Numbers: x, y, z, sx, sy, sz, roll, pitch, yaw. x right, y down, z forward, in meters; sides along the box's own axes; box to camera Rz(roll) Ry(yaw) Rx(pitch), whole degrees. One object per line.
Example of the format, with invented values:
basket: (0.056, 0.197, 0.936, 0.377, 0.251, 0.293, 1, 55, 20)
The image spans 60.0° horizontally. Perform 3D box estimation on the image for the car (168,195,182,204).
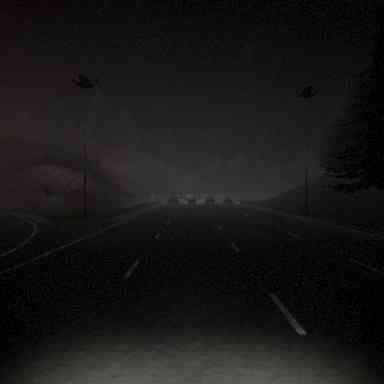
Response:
car: (-3.500, 1.364, 65.047, 2.097, 1.767, 4.553, 0, 0, 0)

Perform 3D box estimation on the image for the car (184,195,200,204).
car: (0.000, 1.615, 65.107, 1.895, 1.301, 4.718, 0, 0, 0)

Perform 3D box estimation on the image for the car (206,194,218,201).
car: (4.858, 1.354, 81.204, 1.837, 1.490, 4.892, 0, 0, 17)

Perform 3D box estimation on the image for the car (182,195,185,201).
car: (-2.133, 1.517, 82.070, 2.128, 1.511, 4.902, 0, 0, 17)

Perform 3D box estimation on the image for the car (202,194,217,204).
car: (3.500, 1.483, 65.077, 1.882, 1.535, 5.008, 0, 0, 0)

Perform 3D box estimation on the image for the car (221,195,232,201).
car: (8.484, 1.475, 81.184, 1.812, 1.442, 4.674, 0, 0, 17)

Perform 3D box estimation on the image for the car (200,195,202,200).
car: (1.464, 1.445, 82.051, 1.895, 1.301, 4.718, 0, 0, 17)

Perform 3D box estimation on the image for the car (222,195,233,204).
car: (7.000, 1.531, 65.077, 1.812, 1.442, 4.674, 0, 0, 0)
